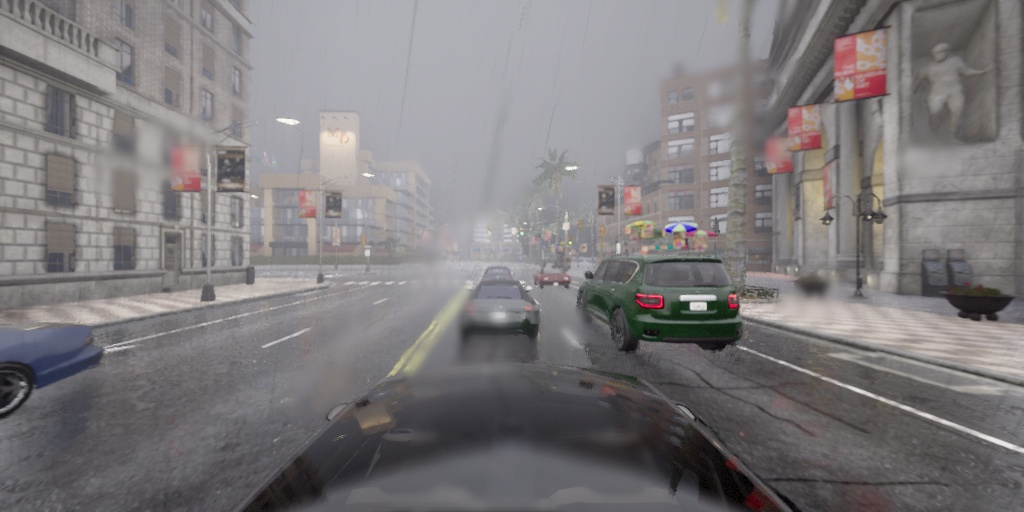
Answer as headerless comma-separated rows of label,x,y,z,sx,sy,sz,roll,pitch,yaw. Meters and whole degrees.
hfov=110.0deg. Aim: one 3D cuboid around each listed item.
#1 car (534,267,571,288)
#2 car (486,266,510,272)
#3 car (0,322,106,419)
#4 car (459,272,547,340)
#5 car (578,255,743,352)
car,2.530,1.400,23.806,1.895,1.301,4.718,0,0,-3
car,-0.880,1.347,22.012,2.033,1.411,5.357,0,0,-3
car,-7.154,1.311,3.056,2.033,1.411,5.357,0,0,-1
car,-0.338,1.334,10.090,1.994,1.385,4.181,0,0,-2
car,3.234,0.986,9.088,2.150,2.045,5.566,0,0,-2
